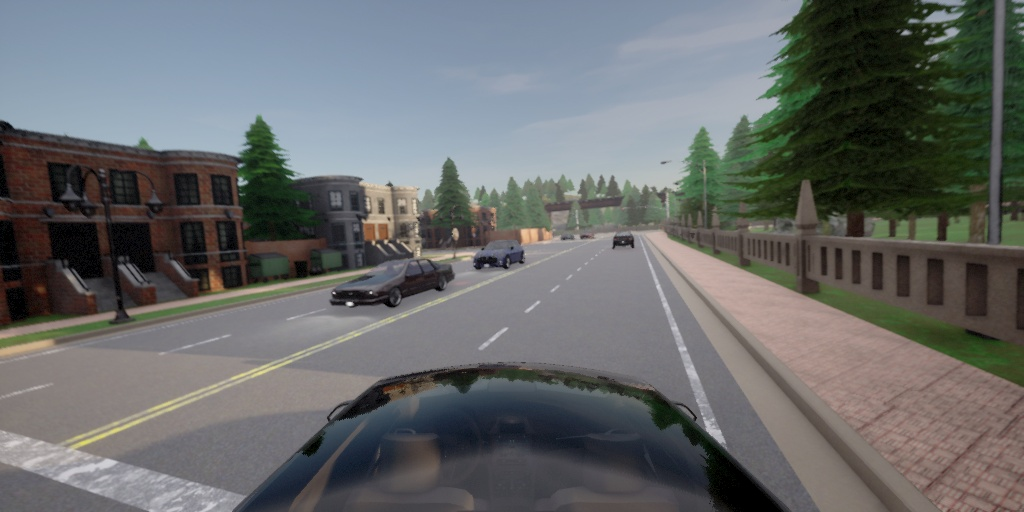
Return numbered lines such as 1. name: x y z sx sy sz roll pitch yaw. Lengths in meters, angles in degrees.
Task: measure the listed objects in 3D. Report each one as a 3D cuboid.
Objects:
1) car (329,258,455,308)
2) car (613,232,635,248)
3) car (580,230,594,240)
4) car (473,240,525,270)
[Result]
1. car: -4.033 0.834 13.242 2.033 1.411 5.357 -2 4 19
2. car: 10.939 -1.627 35.070 1.882 1.535 5.008 -2 4 19
3. car: 13.310 -3.805 63.691 2.097 1.767 4.553 -2 4 20
4. car: -0.749 -0.200 22.739 2.097 1.767 4.553 -2 4 20
